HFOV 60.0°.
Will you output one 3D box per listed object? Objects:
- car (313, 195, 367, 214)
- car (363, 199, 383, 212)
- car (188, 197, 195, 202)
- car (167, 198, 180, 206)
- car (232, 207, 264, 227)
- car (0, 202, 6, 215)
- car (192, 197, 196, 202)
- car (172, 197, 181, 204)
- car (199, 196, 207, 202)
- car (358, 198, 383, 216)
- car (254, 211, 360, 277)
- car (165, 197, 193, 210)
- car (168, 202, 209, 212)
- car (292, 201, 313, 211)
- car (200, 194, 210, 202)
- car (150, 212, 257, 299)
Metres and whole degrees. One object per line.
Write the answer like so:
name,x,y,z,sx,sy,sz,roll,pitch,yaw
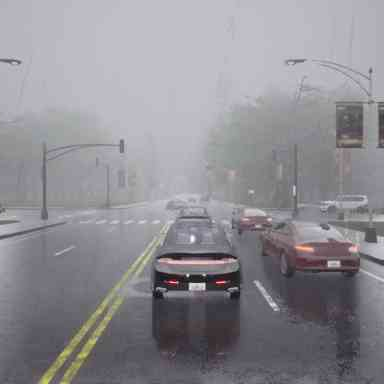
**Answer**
car,17.070,1.399,37.512,5.566,2.045,2.150,0,0,-1
car,23.958,1.695,40.817,5.008,1.535,1.882,0,0,0
car,-0.093,1.965,92.918,1.994,1.385,4.181,0,-1,0
car,-3.382,1.758,60.901,2.033,1.411,5.357,0,0,0
car,3.342,1.555,18.947,1.812,1.442,4.674,0,0,1
car,-20.171,1.224,30.493,5.566,2.045,2.150,0,0,-1
car,-0.081,1.893,82.464,1.882,1.535,5.008,0,-1,0
car,-3.322,1.837,72.643,1.812,1.442,4.674,0,-1,0
car,3.157,1.952,92.921,2.033,1.411,5.357,0,-1,0
car,20.272,1.679,34.168,4.902,1.511,2.128,0,0,0
car,3.336,1.533,10.138,1.812,1.442,4.674,0,0,0
car,-1.854,1.654,41.154,1.994,1.385,4.181,0,0,-22
car,0.084,1.517,17.829,2.128,1.511,4.902,0,0,0
car,14.826,1.772,40.736,4.718,1.301,1.895,0,0,0
car,3.169,1.642,82.534,2.150,2.045,5.566,0,-1,0
car,0.092,1.496,8.421,2.128,1.511,4.902,0,0,0
